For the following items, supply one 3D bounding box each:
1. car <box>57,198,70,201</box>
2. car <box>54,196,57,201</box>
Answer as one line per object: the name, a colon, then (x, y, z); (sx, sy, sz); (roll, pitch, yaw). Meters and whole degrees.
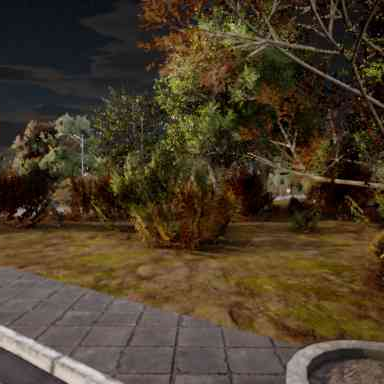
car: (-15.065, 1.343, 45.116); (2.033, 1.411, 5.357); (0, 0, 32)
car: (-18.698, 1.266, 45.906); (2.128, 1.511, 4.902); (0, 0, 32)
